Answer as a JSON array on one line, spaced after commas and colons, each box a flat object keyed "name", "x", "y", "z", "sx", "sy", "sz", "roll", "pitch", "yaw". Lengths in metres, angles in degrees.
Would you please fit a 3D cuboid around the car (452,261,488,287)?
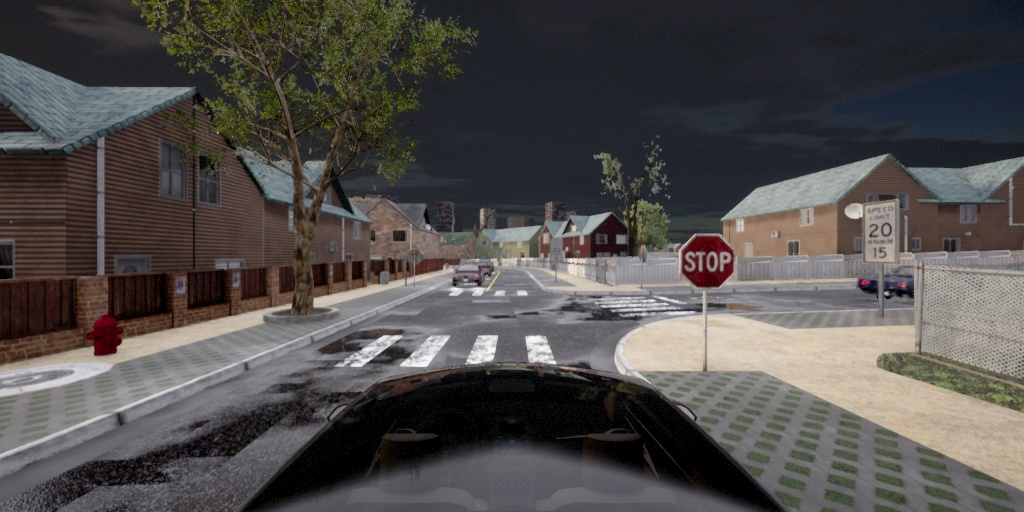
[{"name": "car", "x": -2.917, "y": 1.265, "z": 24.718, "sx": 1.812, "sy": 1.442, "sz": 4.674, "roll": 0, "pitch": 0, "yaw": 0}]

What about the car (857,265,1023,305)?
[{"name": "car", "x": 15.154, "y": 0.953, "z": 12.467, "sx": 4.718, "sy": 1.301, "sz": 1.895, "roll": -1, "pitch": 0, "yaw": -1}]

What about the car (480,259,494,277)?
[{"name": "car", "x": -2.998, "y": 1.299, "z": 34.979, "sx": 1.994, "sy": 1.385, "sz": 4.181, "roll": 0, "pitch": 0, "yaw": -1}]

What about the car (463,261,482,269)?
[{"name": "car", "x": -6.693, "y": 1.515, "z": 60.283, "sx": 1.895, "sy": 1.301, "sz": 4.718, "roll": 0, "pitch": 0, "yaw": -24}]
